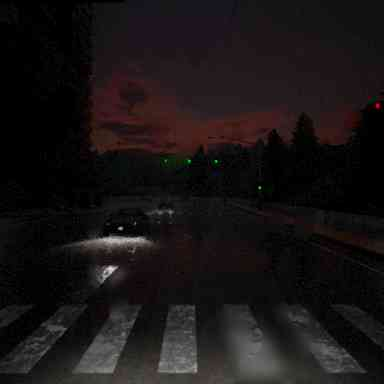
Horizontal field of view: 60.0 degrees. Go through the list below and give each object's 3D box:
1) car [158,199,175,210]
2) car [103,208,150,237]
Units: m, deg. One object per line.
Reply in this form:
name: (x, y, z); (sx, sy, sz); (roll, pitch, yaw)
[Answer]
car: (-3.364, 1.615, 43.471); (1.895, 1.301, 4.718); (0, 0, 1)
car: (-3.487, 1.598, 18.265); (1.994, 1.385, 4.181); (0, 0, 0)
